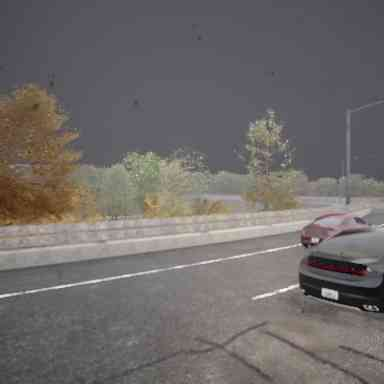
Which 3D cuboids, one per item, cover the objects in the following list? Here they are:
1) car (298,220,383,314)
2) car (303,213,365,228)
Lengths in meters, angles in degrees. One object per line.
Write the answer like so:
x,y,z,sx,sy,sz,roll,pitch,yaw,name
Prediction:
4.304,1.547,7.389,4.892,1.490,1.837,0,0,-39,car
6.210,1.603,13.679,4.674,1.442,1.812,0,0,-42,car
